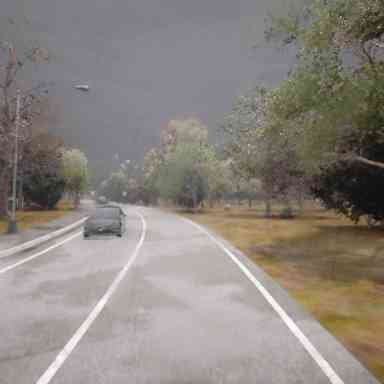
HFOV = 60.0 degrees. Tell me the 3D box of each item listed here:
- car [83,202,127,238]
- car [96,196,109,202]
[{"bbox_3d":[-4.571,1.535,18.008,1.837,1.490,4.892,1,0,-7],"label":"car"},{"bbox_3d":[-15.967,1.482,59.073,1.812,1.442,4.674,2,-1,-23],"label":"car"}]
